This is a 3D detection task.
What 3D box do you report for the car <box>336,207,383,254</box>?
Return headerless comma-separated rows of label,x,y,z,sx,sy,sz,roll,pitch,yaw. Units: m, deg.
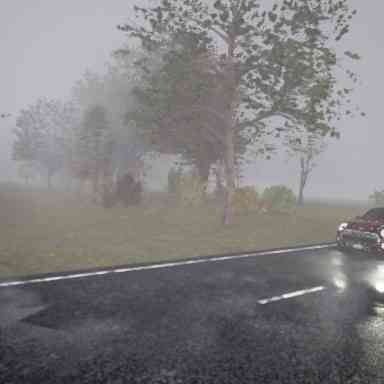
car,7.724,1.395,13.072,4.553,1.767,2.097,2,2,-35
